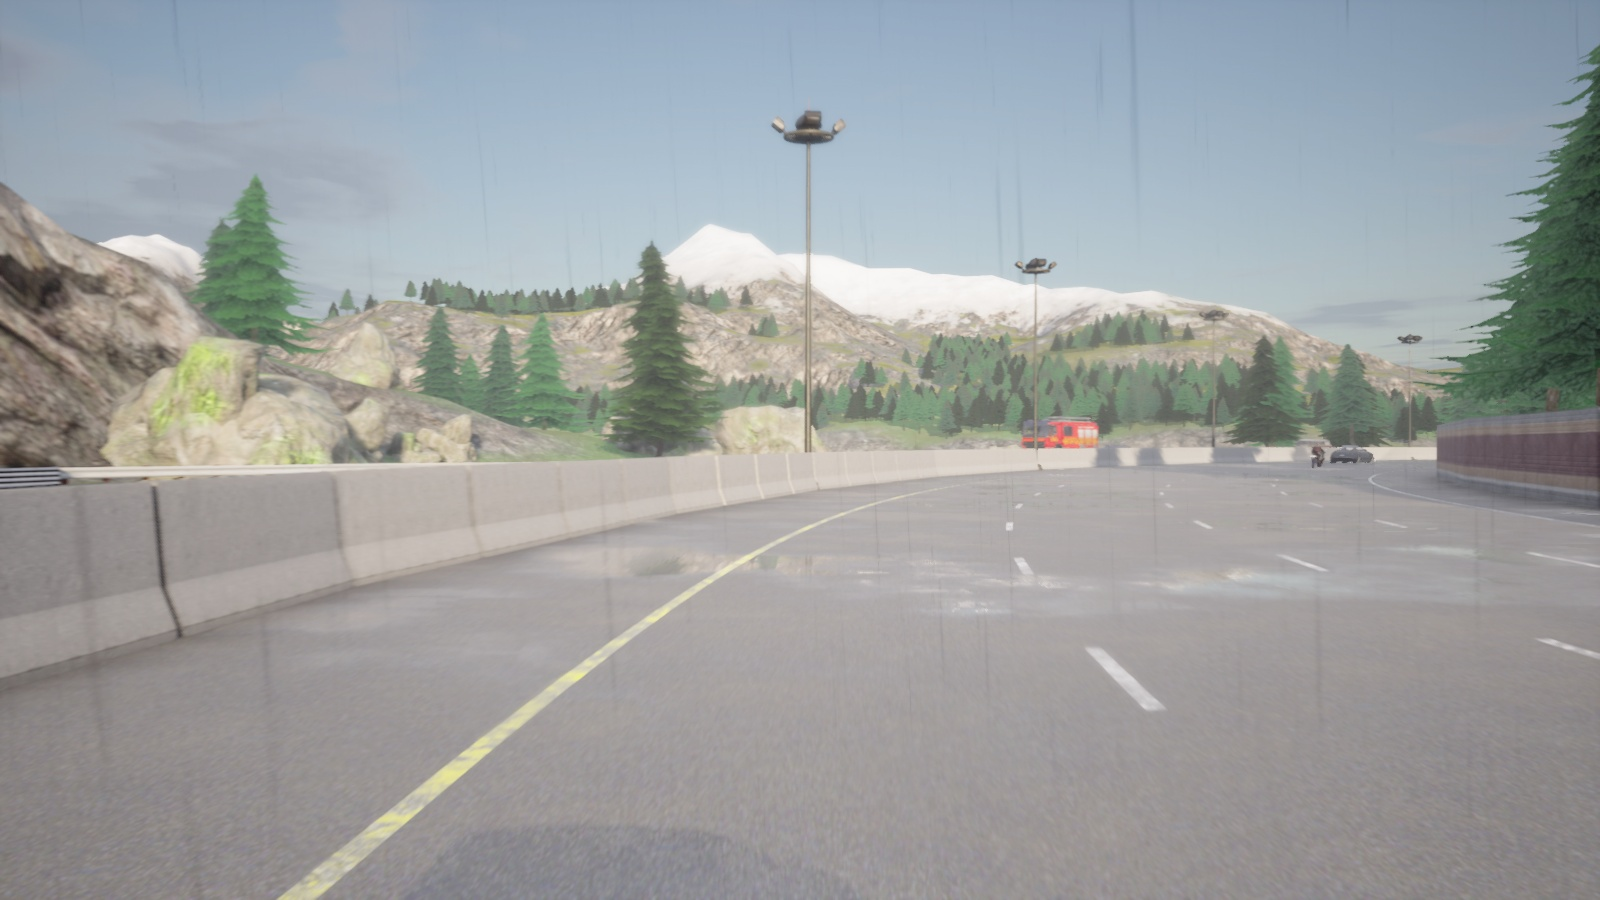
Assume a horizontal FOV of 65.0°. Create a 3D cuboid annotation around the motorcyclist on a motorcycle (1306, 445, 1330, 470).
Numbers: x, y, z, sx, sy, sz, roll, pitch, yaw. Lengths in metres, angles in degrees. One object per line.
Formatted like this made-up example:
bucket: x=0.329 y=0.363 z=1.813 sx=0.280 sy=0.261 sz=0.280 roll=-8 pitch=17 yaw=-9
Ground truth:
motorcyclist on a motorcycle: x=31.698 y=0.458 z=76.861 sx=0.866 sy=1.530 sz=2.191 roll=1 pitch=1 yaw=35
